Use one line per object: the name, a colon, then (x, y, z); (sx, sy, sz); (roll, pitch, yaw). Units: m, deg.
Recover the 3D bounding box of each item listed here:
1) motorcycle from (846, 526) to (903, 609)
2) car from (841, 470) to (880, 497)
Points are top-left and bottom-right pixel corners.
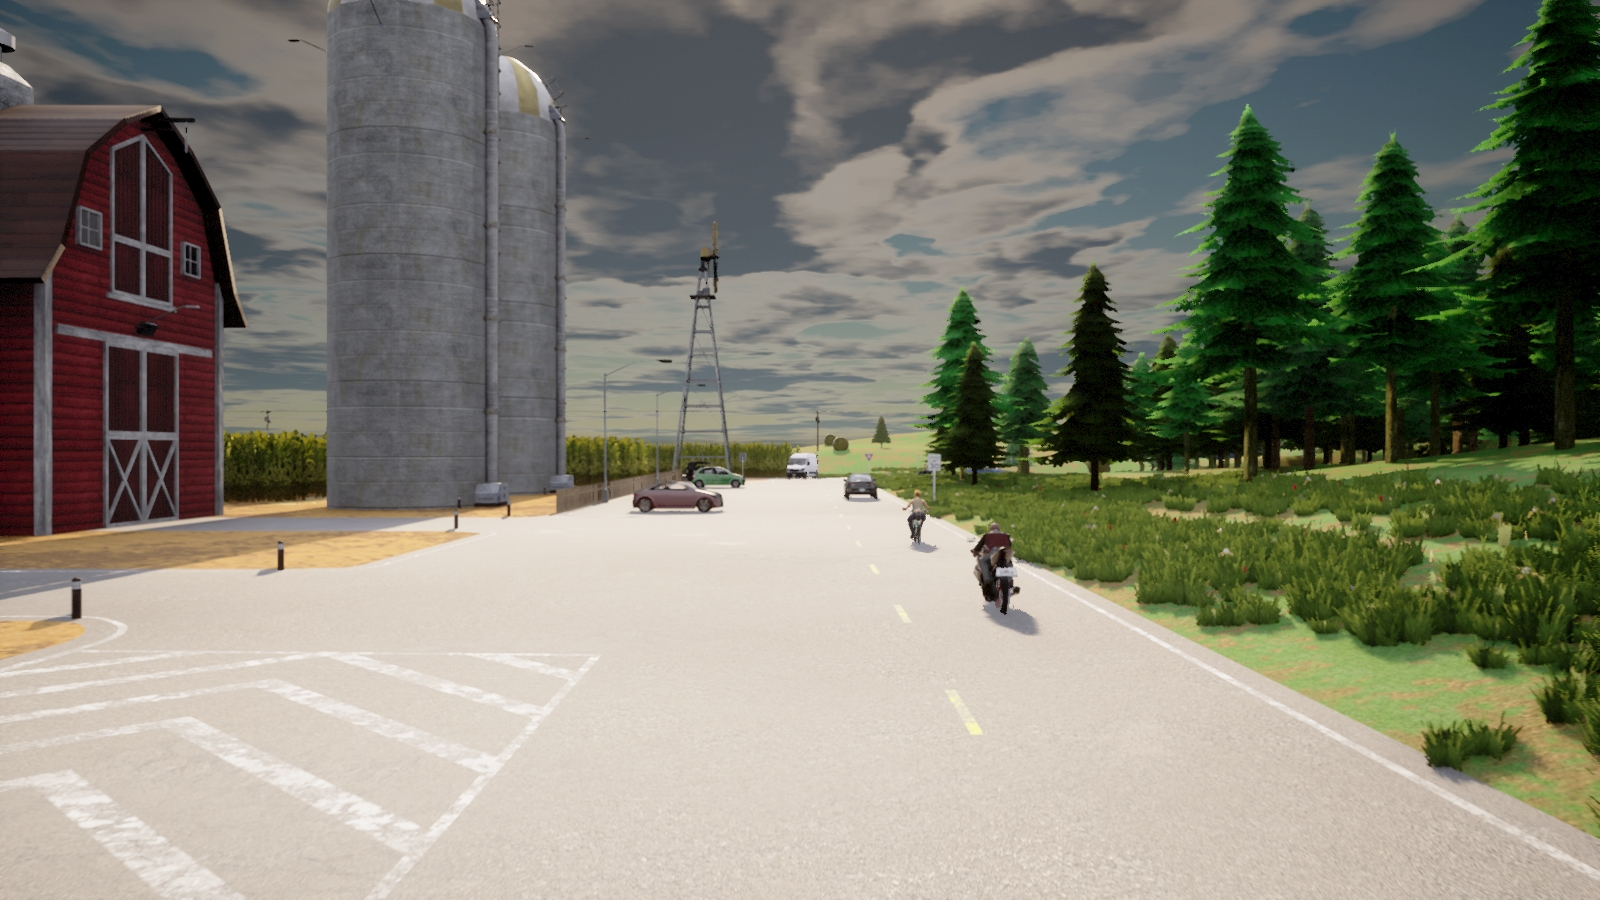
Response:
motorcycle: (1.306, 2.066, 20.444); (0.867, 1.251, 2.209); (0, 0, 0)
car: (3.509, 1.944, 66.700); (2.002, 1.442, 4.674); (0, 0, 0)
